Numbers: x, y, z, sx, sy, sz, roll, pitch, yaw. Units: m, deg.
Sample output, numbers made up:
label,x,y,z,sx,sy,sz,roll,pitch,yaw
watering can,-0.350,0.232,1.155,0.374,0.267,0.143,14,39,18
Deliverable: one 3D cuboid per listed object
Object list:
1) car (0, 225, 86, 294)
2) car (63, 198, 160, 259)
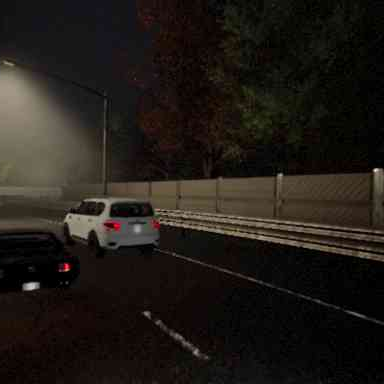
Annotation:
label,x,y,z,sx,sy,sz,roll,pitch,yaw
car,-4.412,1.568,8.436,1.895,1.301,4.718,1,0,-34
car,-3.322,1.239,13.017,2.150,2.045,5.566,2,-1,-35
